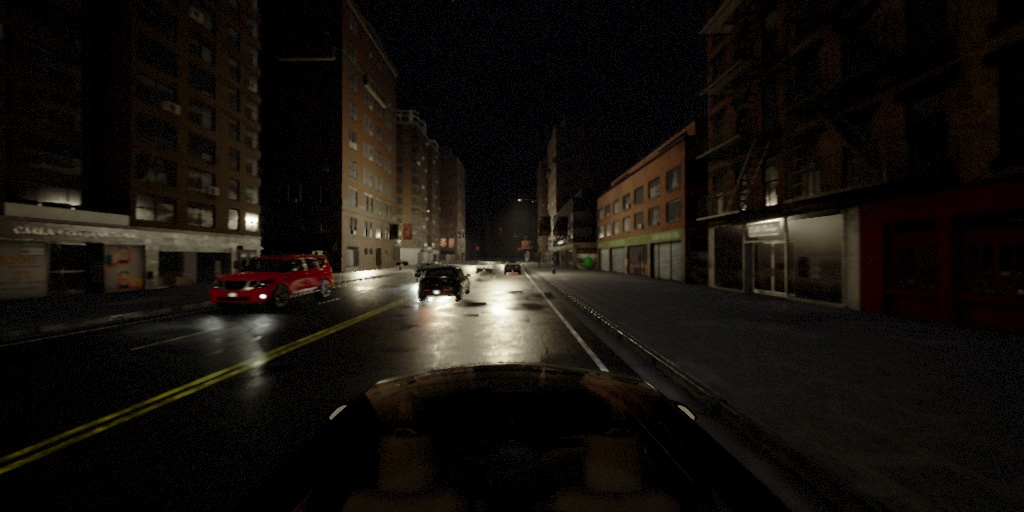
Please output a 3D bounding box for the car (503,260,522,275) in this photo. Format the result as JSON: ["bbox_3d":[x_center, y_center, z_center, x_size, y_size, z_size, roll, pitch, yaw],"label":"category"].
[{"bbox_3d":[0.051,1.256,39.190,1.837,1.490,4.892,0,0,0],"label":"car"}]

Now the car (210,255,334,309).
[{"bbox_3d":[-9.866,0.975,15.412,2.150,2.045,5.566,0,1,0],"label":"car"}]

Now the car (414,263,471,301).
[{"bbox_3d":[-3.168,1.259,17.431,1.837,1.490,4.892,0,0,0],"label":"car"}]

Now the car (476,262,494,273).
[{"bbox_3d":[-3.203,1.356,43.298,1.895,1.301,4.718,0,0,0],"label":"car"}]

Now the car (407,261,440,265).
[{"bbox_3d":[-6.632,1.250,29.483,2.128,1.511,4.902,0,0,0],"label":"car"}]
